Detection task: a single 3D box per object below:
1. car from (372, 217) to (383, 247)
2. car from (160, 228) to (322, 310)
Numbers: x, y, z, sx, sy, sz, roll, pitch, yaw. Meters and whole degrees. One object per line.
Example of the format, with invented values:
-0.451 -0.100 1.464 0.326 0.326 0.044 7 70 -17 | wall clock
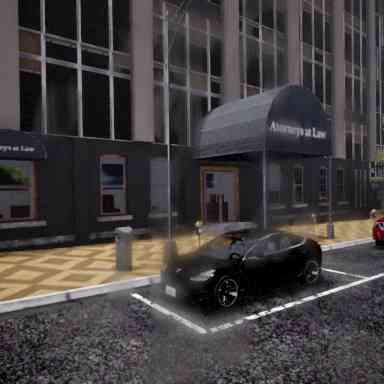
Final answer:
9.603 1.310 14.003 5.009 1.841 2.192 0 -1 -37 | car
1.324 1.564 7.805 4.313 1.339 1.947 0 -1 -37 | car
